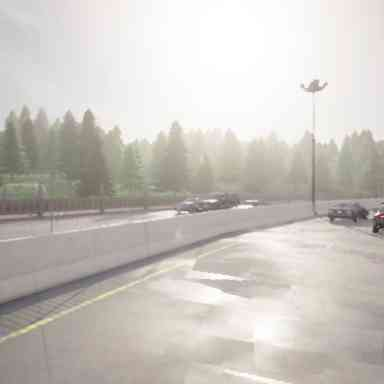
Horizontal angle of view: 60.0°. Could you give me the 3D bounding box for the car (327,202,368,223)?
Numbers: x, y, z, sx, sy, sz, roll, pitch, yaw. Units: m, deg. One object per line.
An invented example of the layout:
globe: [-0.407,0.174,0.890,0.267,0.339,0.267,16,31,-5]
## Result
car: [11.690,1.422,24.759,2.033,1.411,5.357,0,0,39]

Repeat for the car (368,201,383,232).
car: [11.260,1.413,18.406,1.837,1.490,4.892,0,0,35]

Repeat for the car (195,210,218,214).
car: [2.394,1.067,30.237,2.150,2.045,5.566,0,0,38]

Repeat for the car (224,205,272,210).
car: [5.011,1.405,27.919,2.033,1.411,5.357,0,0,38]
